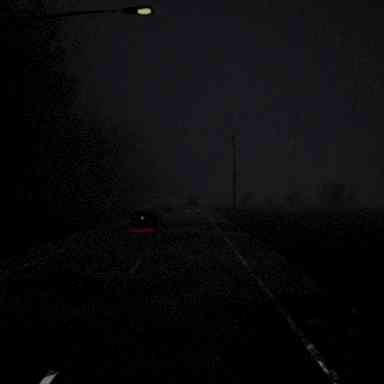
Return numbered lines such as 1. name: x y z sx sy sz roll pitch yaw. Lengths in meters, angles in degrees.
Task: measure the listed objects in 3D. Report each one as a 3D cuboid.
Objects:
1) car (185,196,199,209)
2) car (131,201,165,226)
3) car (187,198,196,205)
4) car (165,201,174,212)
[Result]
1. car: 0.035 1.635 54.518 2.150 2.045 5.566 0 -1 0
2. car: -3.431 1.671 25.552 1.882 1.535 5.008 0 0 0
3. car: -0.087 2.084 73.503 1.812 1.442 4.674 0 0 0
4. car: -3.453 1.895 43.631 1.994 1.385 4.181 0 0 0
